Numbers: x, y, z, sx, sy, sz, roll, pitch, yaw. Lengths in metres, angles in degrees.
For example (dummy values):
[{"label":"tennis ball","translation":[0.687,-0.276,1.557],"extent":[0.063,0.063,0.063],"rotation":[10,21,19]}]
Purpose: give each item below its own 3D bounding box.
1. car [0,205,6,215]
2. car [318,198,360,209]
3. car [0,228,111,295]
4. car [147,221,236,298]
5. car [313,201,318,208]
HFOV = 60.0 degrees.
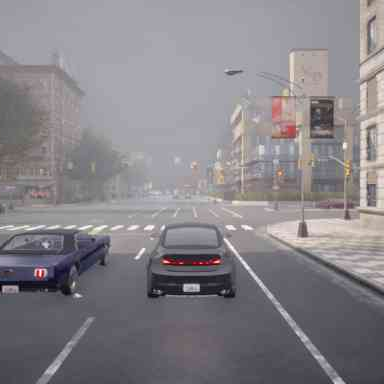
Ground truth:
[{"label":"car","translation":[-19.978,1.477,30.865],"extent":[5.008,1.535,1.882],"rotation":[0,0,0]},{"label":"car","translation":[19.325,1.601,42.839],"extent":[4.718,1.301,1.895],"rotation":[0,0,0]},{"label":"car","translation":[-3.518,1.601,8.675],"extent":[1.895,1.301,4.718],"rotation":[0,0,0]},{"label":"car","translation":[-0.019,1.505,8.497],"extent":[1.837,1.490,4.892],"rotation":[0,0,0]},{"label":"car","translation":[19.282,1.526,46.338],"extent":[4.674,1.442,1.812],"rotation":[0,0,0]}]
